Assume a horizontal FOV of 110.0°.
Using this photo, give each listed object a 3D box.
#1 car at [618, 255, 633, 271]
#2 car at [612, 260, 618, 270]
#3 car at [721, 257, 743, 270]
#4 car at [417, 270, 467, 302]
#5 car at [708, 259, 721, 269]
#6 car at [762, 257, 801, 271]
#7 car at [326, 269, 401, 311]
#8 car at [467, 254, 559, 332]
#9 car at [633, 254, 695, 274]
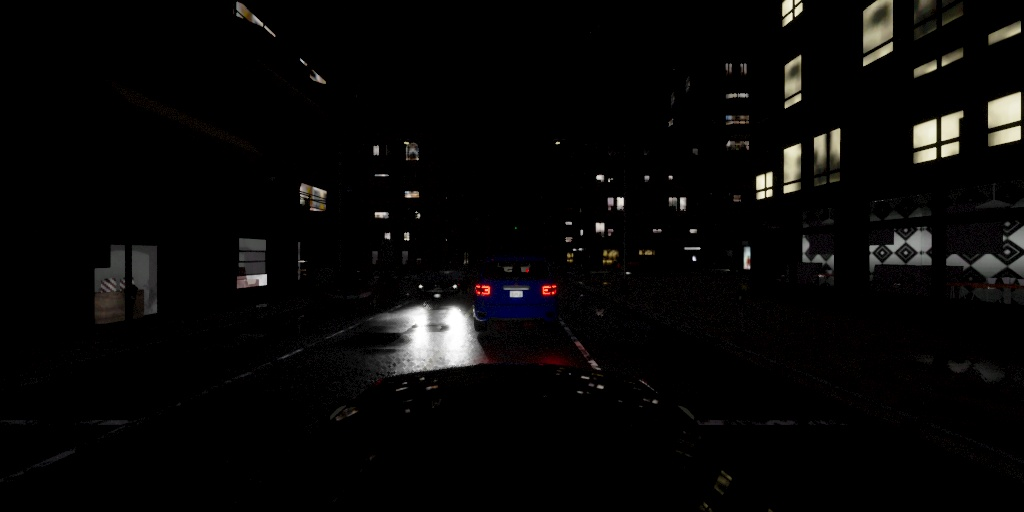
[{"bbox_3d":[14.970,0.925,40.150,5.008,1.535,1.882,-1,0,-1],"label":"car"},{"bbox_3d":[14.589,0.764,42.737,5.009,1.841,2.192,0,0,0],"label":"car"},{"bbox_3d":[27.032,0.769,40.252,5.357,1.411,2.033,-1,0,-1],"label":"car"},{"bbox_3d":[-3.116,1.351,17.155,1.895,1.301,4.718,0,0,0],"label":"car"},{"bbox_3d":[25.681,0.824,42.831,4.207,1.307,1.802,0,0,0],"label":"car"},{"bbox_3d":[25.815,0.822,34.451,4.313,1.339,1.948,0,0,0],"label":"car"},{"bbox_3d":[-5.736,1.332,14.384,1.802,1.307,4.207,0,0,0],"label":"car"},{"bbox_3d":[0.101,0.971,10.979,2.150,2.045,5.566,0,0,0],"label":"car"},{"bbox_3d":[14.721,0.778,34.358,5.009,1.841,2.192,0,0,0],"label":"car"}]
